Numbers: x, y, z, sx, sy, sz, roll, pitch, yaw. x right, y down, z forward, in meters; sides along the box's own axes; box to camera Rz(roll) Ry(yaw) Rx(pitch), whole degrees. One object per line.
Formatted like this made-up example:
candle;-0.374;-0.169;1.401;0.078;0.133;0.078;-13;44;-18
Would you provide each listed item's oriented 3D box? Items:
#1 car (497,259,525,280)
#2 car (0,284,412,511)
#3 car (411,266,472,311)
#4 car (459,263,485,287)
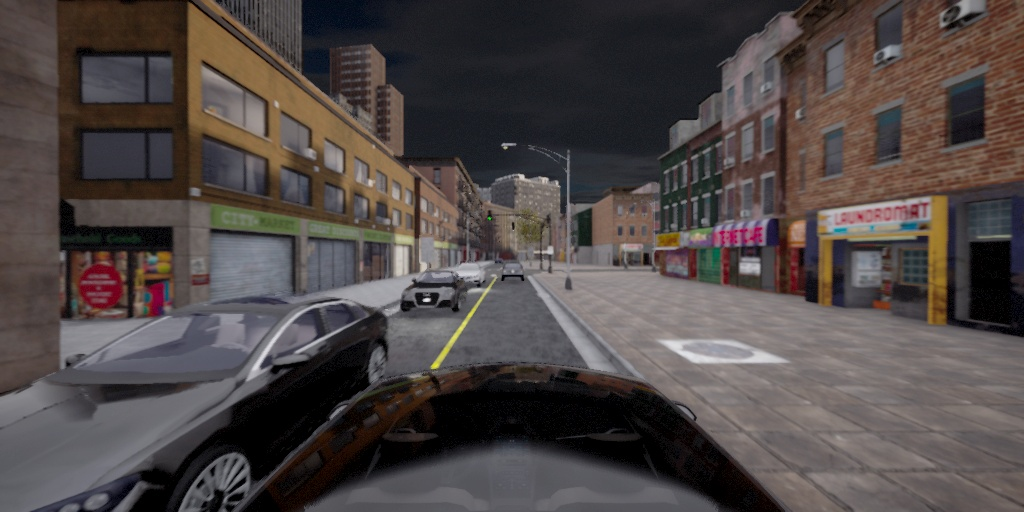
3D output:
car;0.071;1.186;29.098;2.033;1.411;5.357;0;0;0
car;-2.852;1.233;3.843;2.128;1.511;4.902;0;0;0
car;-2.850;1.264;13.906;1.994;1.385;4.181;0;0;-1
car;-2.820;1.186;23.878;1.812;1.442;4.674;0;0;1
